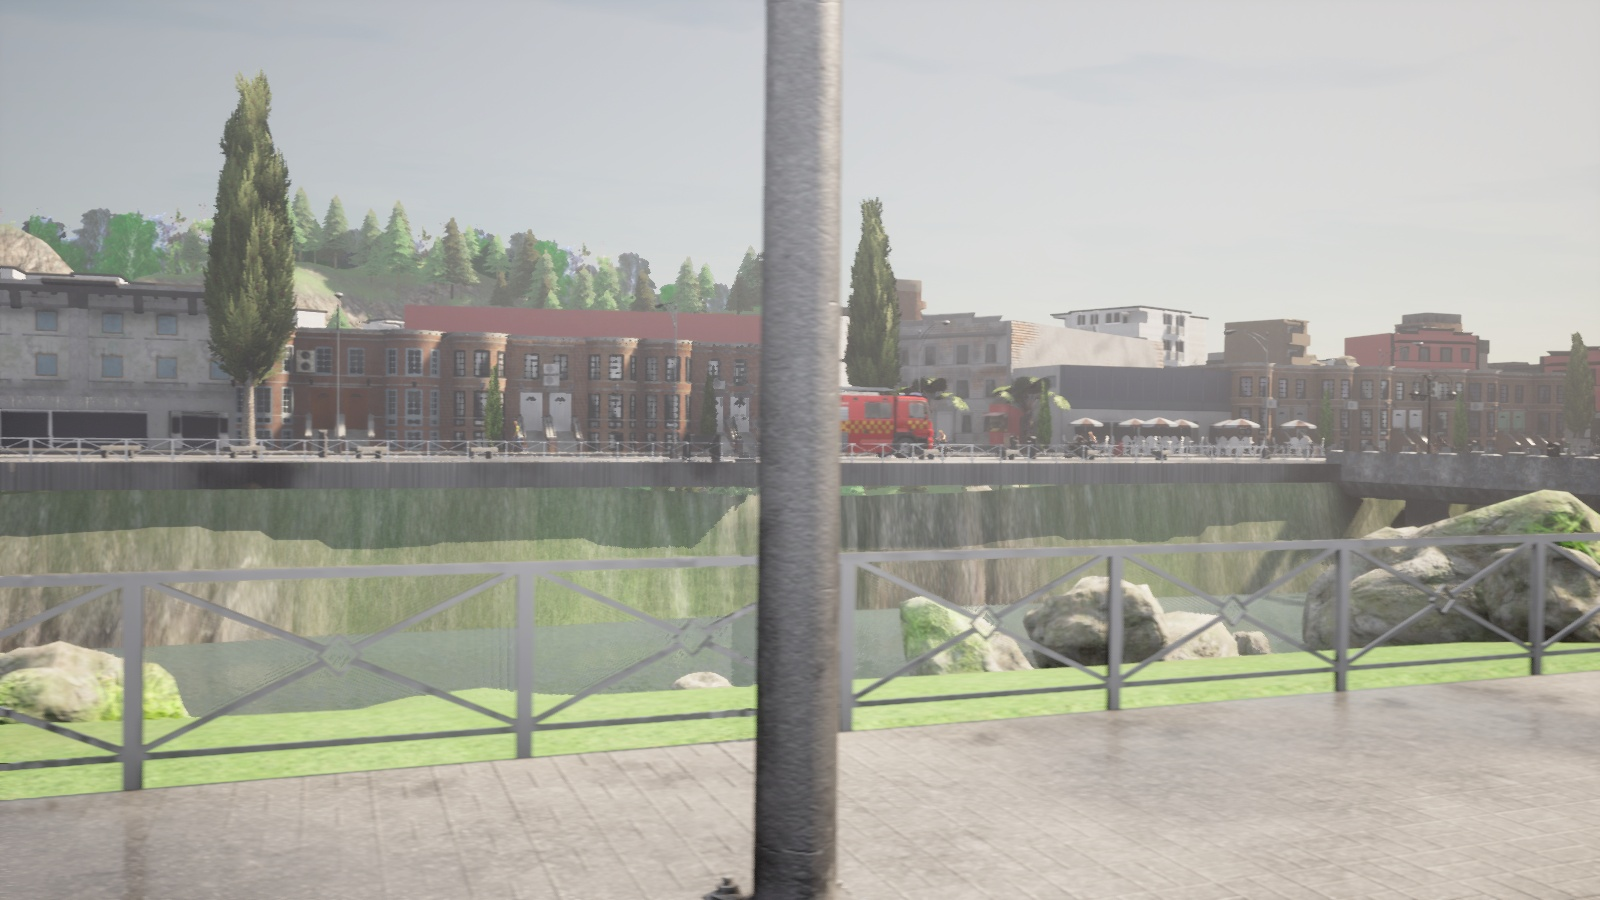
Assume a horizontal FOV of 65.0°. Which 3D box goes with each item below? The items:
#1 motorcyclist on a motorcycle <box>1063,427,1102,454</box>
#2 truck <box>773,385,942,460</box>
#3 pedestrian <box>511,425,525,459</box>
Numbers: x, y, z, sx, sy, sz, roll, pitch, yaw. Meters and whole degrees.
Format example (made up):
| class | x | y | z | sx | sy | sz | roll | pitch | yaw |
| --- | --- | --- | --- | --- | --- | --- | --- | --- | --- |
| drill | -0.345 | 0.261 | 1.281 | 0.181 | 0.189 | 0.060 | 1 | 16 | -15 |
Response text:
| class | x | y | z | sx | sy | sz | roll | pitch | yaw |
| --- | --- | --- | --- | --- | --- | --- | --- | --- | --- |
| motorcyclist on a motorcycle | 16.113 | -0.559 | 71.577 | 2.044 | 1.523 | 0.797 | -1 | 1 | -21 |
| truck | 3.083 | -1.484 | 66.611 | 8.468 | 3.827 | 2.891 | -1 | 1 | -21 |
| pedestrian | -15.657 | -0.455 | 69.609 | 0.706 | 1.836 | 0.354 | -1 | 1 | -17 |
